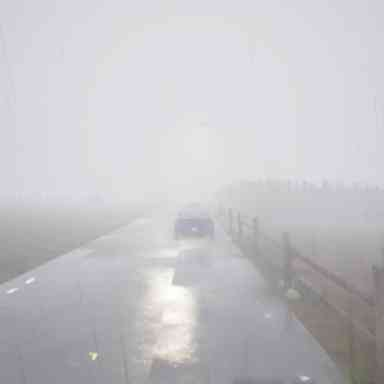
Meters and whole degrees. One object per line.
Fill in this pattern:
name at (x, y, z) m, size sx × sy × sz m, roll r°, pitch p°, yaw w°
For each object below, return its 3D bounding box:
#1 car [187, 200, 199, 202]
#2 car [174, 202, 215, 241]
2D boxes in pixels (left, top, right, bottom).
car at (0.116, 1.663, 37.410) m, size 2.128 × 1.511 × 4.902 m, roll 0°, pitch -1°, yaw 0°
car at (0.107, 1.518, 17.020) m, size 1.882 × 1.535 × 5.008 m, roll 0°, pitch 0°, yaw 0°
